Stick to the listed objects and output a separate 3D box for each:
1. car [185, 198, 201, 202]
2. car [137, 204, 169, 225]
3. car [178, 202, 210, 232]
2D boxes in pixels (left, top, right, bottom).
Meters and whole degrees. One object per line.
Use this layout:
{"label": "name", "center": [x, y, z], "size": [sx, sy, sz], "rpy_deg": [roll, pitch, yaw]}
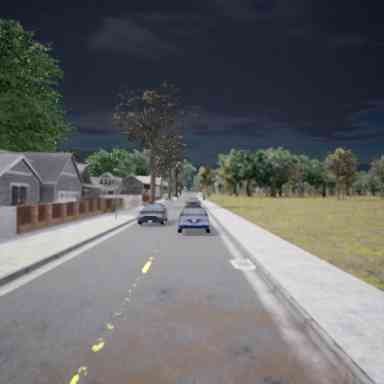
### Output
{"label": "car", "center": [0.130, 1.541, 40.633], "size": [1.837, 1.490, 4.892], "rpy_deg": [0, 0, 0]}
{"label": "car", "center": [-2.738, 1.572, 24.345], "size": [2.033, 1.411, 5.357], "rpy_deg": [0, 0, 0]}
{"label": "car", "center": [0.114, 1.568, 20.165], "size": [2.033, 1.411, 5.357], "rpy_deg": [0, 0, 0]}
